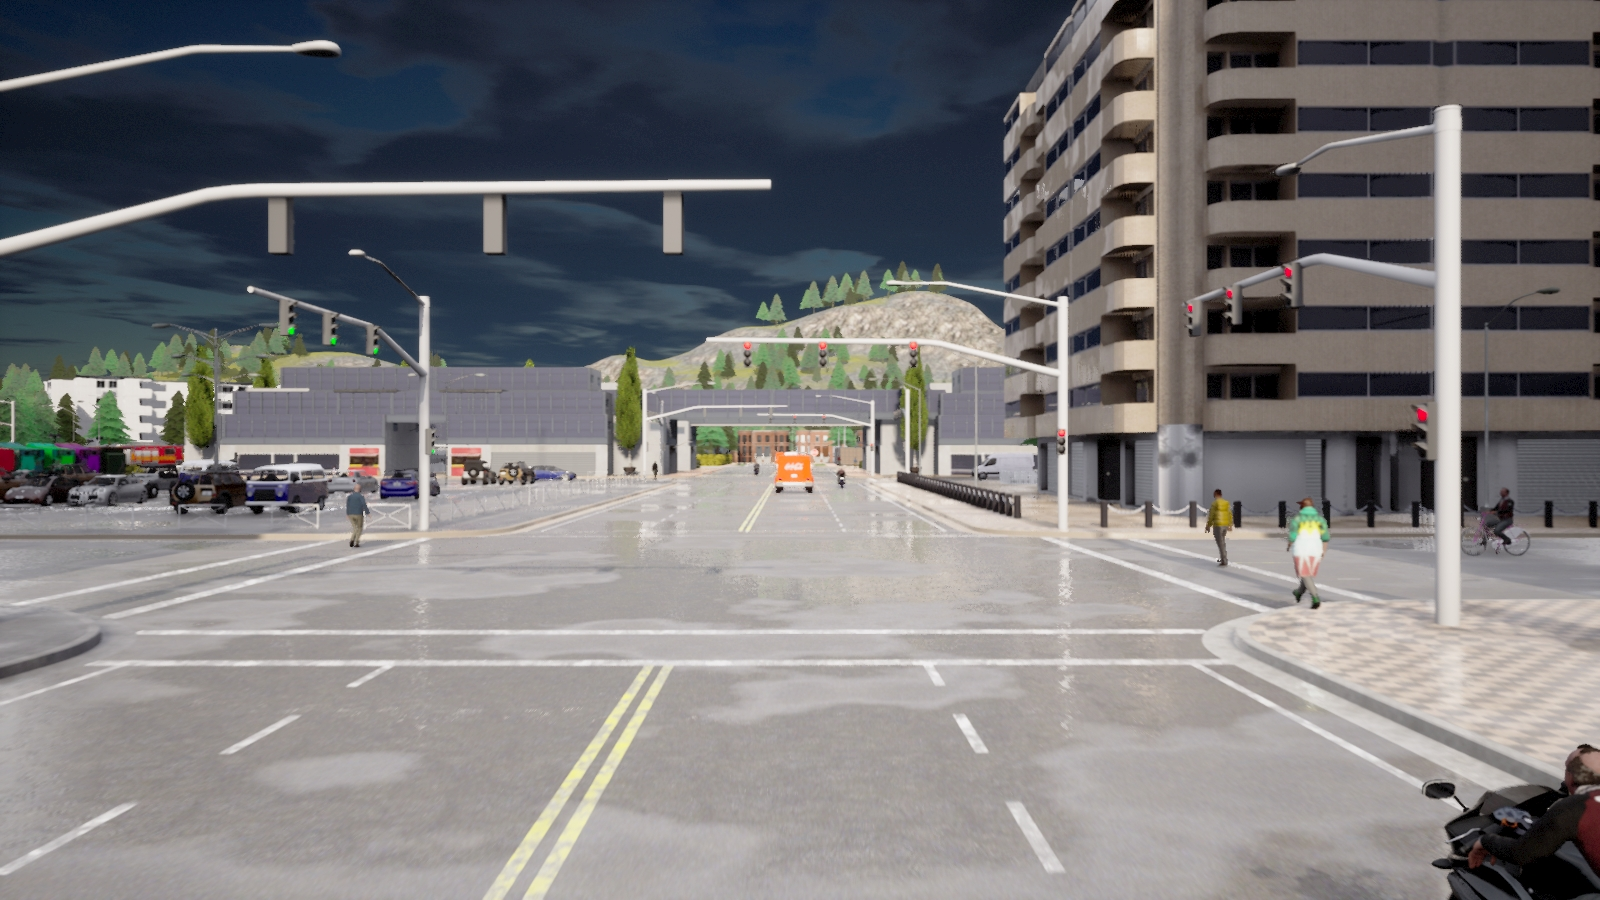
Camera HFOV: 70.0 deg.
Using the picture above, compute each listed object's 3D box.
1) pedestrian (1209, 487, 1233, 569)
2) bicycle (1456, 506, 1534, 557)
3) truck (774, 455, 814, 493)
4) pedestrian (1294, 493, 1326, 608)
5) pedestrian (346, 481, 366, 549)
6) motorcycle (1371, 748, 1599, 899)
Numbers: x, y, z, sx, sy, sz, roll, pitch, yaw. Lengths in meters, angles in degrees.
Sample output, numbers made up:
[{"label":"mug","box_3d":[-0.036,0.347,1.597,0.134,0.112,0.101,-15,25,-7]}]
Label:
[{"label":"pedestrian","box_3d":[9.750,1.796,26.493,0.375,1.860,0.375,0,0,-14]},{"label":"bicycle","box_3d":[18.002,2.108,29.602,1.835,1.271,0.329,0,0,0]},{"label":"truck","box_3d":[-0.391,1.577,77.128,2.627,2.467,5.204,0,0,0]},{"label":"pedestrian","box_3d":[8.419,1.650,18.866,0.375,1.860,0.375,0,0,5]},{"label":"pedestrian","box_3d":[-12.308,1.797,31.654,0.375,1.860,0.375,0,0,7]},{"label":"motorcycle","box_3d":[3.467,2.206,4.958,0.867,1.251,2.209,0,0,0]}]
